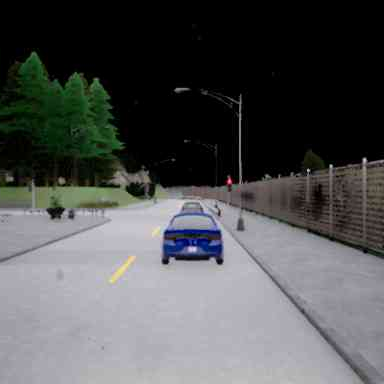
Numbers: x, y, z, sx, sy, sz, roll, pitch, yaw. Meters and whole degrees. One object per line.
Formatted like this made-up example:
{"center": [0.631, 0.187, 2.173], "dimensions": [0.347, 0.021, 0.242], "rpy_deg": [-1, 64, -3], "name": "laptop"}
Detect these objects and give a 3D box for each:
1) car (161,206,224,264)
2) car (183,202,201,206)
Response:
{"center": [0.033, 1.453, 11.721], "dimensions": [1.882, 1.535, 5.008], "rpy_deg": [0, 0, 0], "name": "car"}
{"center": [0.016, 1.493, 25.678], "dimensions": [2.033, 1.411, 5.357], "rpy_deg": [0, 0, 0], "name": "car"}
